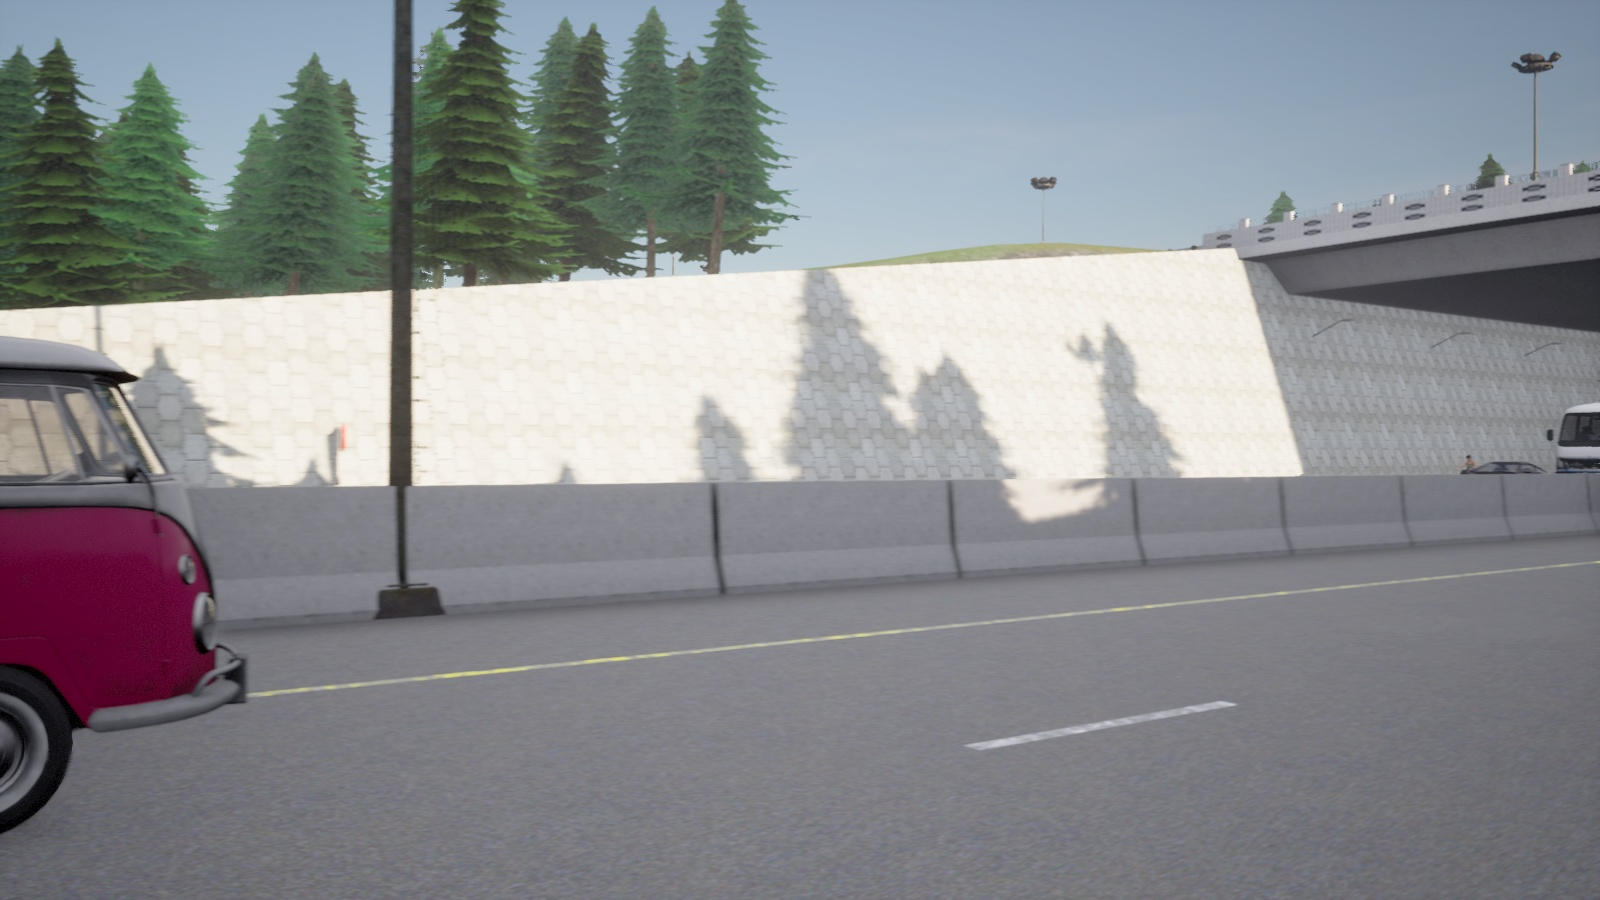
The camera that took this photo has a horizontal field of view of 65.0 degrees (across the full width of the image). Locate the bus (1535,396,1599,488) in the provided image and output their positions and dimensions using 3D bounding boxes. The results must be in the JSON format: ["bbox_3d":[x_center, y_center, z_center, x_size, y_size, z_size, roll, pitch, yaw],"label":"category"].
[{"bbox_3d":[40.850,-0.389,61.944,10.273,4.253,3.944,0,0,-35],"label":"bus"}]

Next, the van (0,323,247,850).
[{"bbox_3d":[-4.637,0.517,4.697,4.442,1.987,1.775,0,0,-35],"label":"van"}]

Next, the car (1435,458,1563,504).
[{"bbox_3d":[22.704,0.968,40.780,4.181,1.385,1.994,0,0,-35],"label":"car"}]
